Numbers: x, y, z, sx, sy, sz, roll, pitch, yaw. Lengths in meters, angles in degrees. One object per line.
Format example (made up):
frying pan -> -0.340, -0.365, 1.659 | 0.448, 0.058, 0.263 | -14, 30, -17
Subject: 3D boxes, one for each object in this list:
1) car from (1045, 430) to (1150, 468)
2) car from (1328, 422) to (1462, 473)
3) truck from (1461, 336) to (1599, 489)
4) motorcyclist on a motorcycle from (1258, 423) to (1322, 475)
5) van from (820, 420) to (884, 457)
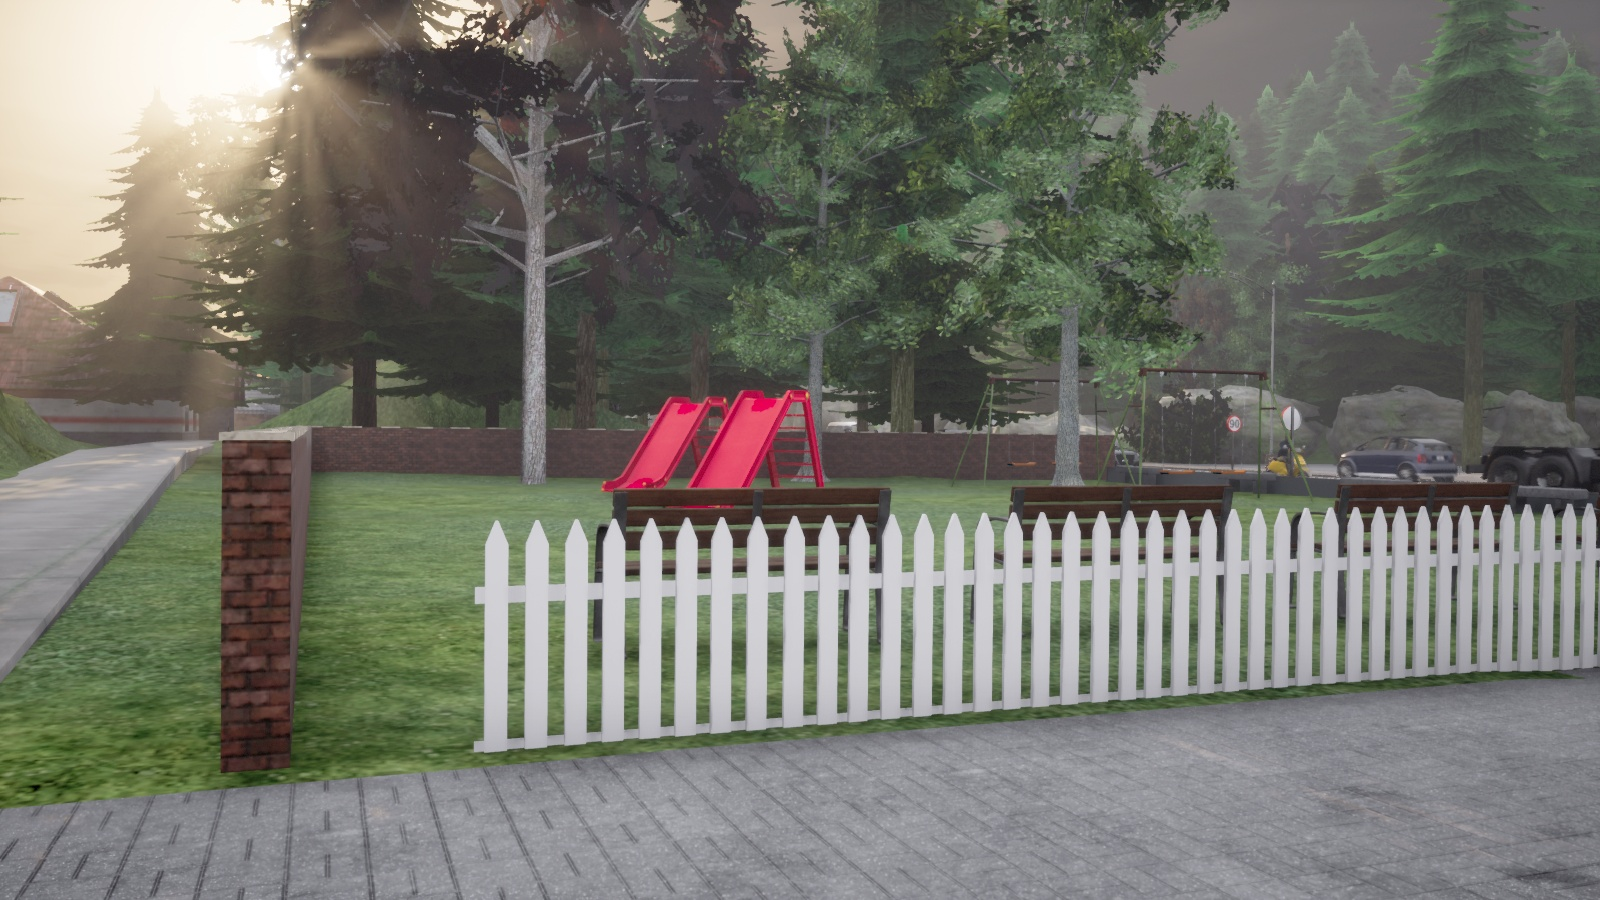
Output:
car -> 11.637, -0.066, 49.331 | 1.994, 1.385, 4.181 | -1, 1, -21
car -> 19.217, -0.094, 40.712 | 1.789, 1.549, 3.705 | -1, 1, -21
truck -> 19.537, -0.861, 28.640 | 2.891, 3.462, 7.936 | -1, 1, -21
motorcyclist on a motorcycle -> 15.401, -0.057, 39.492 | 0.866, 1.590, 1.817 | -1, 1, -21
van -> 2.938, -0.680, 72.115 | 2.069, 2.038, 4.480 | -1, 0, -21
